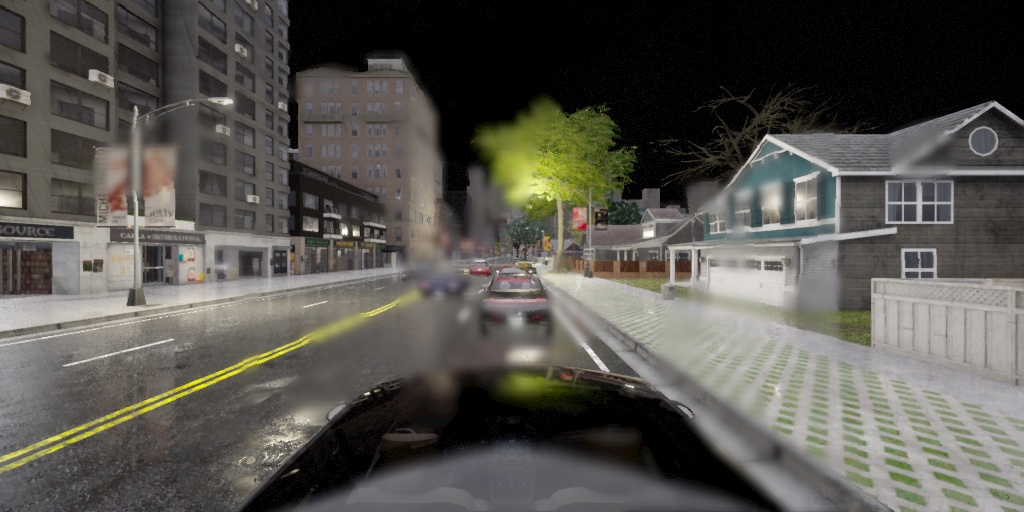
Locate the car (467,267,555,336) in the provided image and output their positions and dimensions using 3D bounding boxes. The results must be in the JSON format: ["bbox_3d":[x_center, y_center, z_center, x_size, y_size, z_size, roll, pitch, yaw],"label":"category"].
[{"bbox_3d":[0.112,1.240,10.416,2.128,1.511,4.902,0,0,0],"label":"car"}]

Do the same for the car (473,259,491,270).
[{"bbox_3d":[-3.112,1.286,36.635,1.994,1.385,4.181,0,0,0],"label":"car"}]

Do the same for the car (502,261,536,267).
[{"bbox_3d":[0.120,1.220,19.920,1.882,1.535,5.008,0,0,0],"label":"car"}]

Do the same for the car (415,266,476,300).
[{"bbox_3d":[-3.133,1.344,17.768,1.895,1.301,4.718,0,0,0],"label":"car"}]

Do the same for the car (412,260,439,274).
[{"bbox_3d":[-9.808,1.224,41.080,1.837,1.490,4.892,0,0,0],"label":"car"}]

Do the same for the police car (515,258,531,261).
[{"bbox_3d":[1.005,1.157,29.649,1.930,1.638,5.238,0,0,0],"label":"police car"}]

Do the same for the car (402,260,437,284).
[{"bbox_3d":[-6.572,1.282,26.748,2.033,1.411,5.357,0,0,0],"label":"car"}]
